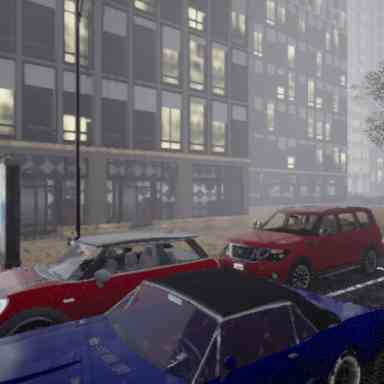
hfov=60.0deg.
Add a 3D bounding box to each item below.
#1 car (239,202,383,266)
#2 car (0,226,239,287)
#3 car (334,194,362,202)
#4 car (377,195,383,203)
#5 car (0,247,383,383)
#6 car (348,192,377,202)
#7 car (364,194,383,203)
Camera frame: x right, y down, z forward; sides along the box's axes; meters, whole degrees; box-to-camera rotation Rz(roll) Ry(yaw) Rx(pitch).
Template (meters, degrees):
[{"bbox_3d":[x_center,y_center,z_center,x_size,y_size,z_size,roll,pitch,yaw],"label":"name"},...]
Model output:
[{"bbox_3d":[3.070,1.316,8.749,5.009,1.841,2.192,0,0,-35],"label":"car"},{"bbox_3d":[-1.451,1.441,5.528,4.097,1.590,1.967,0,0,-35],"label":"car"},{"bbox_3d":[28.168,0.996,60.283,1.802,1.307,4.206,1,0,-36],"label":"car"},{"bbox_3d":[29.910,1.105,48.222,1.882,1.535,5.008,0,1,-36],"label":"car"},{"bbox_3d":[-0.057,1.601,3.335,4.718,1.301,1.895,0,0,-35],"label":"car"},{"bbox_3d":[24.722,0.857,50.796,2.192,1.841,5.009,1,0,-36],"label":"car"},{"bbox_3d":[31.481,1.085,55.744,1.947,1.339,4.313,1,0,-36],"label":"car"}]
